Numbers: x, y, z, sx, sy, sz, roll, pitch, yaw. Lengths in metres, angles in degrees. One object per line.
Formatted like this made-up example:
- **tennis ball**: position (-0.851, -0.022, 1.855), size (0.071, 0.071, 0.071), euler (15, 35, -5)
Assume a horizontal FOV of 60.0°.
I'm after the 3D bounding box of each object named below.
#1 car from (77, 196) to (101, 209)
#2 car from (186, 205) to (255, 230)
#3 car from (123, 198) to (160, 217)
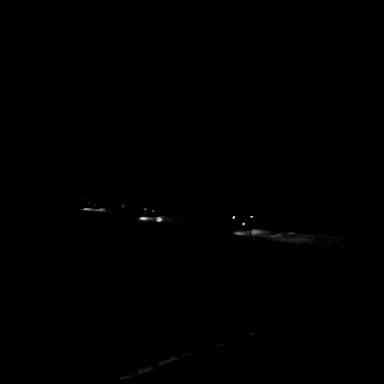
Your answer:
- **car**: position (-13.021, 1.269, 41.811), size (1.812, 1.442, 4.674), euler (0, 0, -35)
- **car**: position (1.695, 1.520, 21.008), size (1.895, 1.301, 4.718), euler (0, 0, -36)
- **car**: position (-4.629, 1.351, 29.912), size (1.837, 1.490, 4.892), euler (0, 0, -35)
